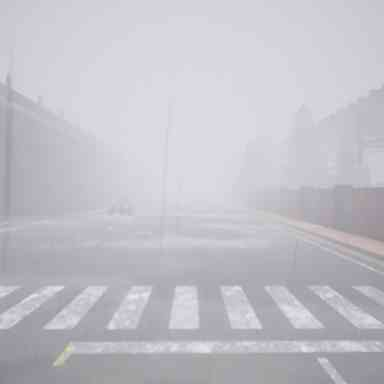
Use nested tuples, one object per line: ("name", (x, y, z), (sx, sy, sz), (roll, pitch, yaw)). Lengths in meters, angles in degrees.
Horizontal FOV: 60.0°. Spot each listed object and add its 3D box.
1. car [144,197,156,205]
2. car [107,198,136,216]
("car", (-7.313, 1.588, 58.461), (2.033, 1.411, 5.357), (0, 0, -1))
("car", (-6.861, 1.338, 32.804), (2.097, 1.767, 4.553), (0, -1, -1))
